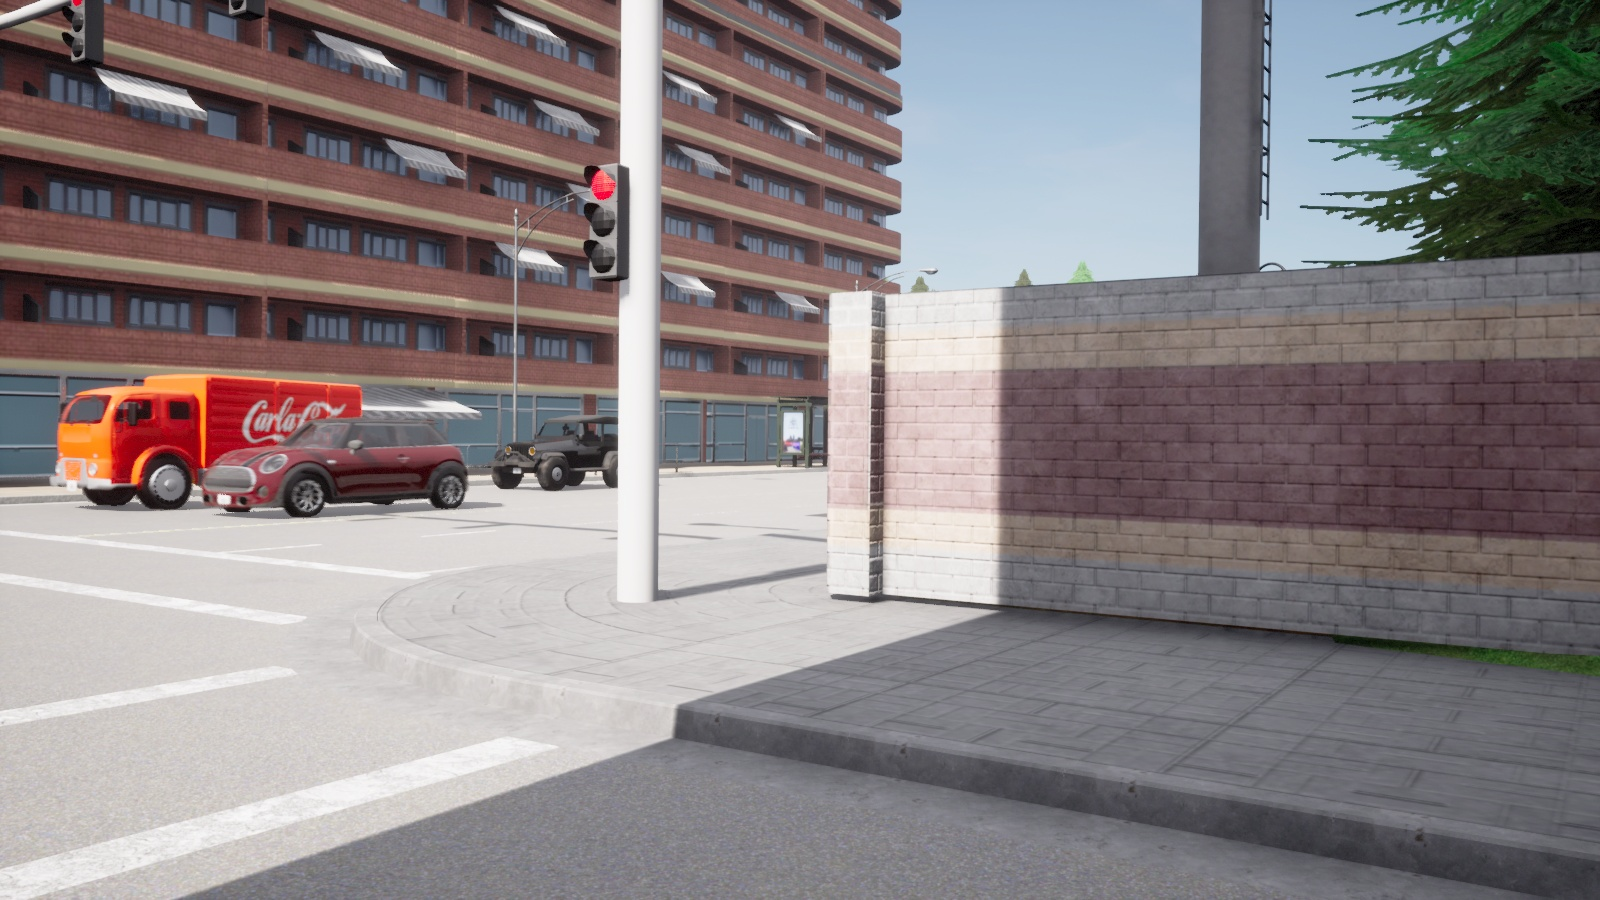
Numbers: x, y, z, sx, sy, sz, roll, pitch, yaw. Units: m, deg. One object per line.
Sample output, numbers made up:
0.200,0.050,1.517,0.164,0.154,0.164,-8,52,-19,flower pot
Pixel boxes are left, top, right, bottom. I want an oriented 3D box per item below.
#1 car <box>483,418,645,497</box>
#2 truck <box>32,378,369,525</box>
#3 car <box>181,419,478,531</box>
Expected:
-5.956,0.141,32.077,1.905,1.878,3.866,0,1,33,car
-11.253,0.031,23.992,2.627,2.467,5.204,0,0,33,truck
-8.194,0.359,22.279,2.097,1.767,4.553,0,1,33,car
